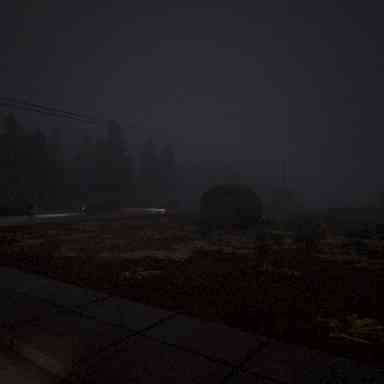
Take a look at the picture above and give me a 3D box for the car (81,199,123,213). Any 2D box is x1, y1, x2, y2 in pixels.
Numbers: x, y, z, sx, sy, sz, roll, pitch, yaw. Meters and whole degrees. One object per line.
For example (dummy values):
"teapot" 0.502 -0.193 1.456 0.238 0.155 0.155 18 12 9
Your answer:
"car" -10.004 1.518 37.157 2.128 1.511 4.902 0 0 37

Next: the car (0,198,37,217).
"car" -16.081 1.379 28.962 2.097 1.767 4.553 0 0 37

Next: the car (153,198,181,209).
"car" -3.350 1.552 46.105 1.812 1.442 4.674 0 0 37
